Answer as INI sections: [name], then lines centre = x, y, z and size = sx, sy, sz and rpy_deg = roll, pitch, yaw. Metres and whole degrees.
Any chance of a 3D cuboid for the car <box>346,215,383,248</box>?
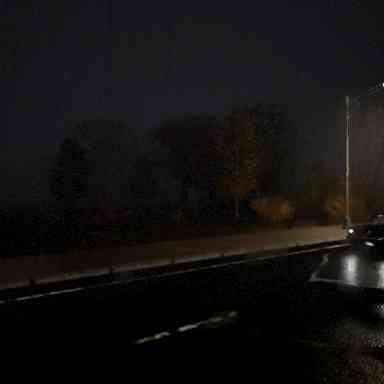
[car]
centre = 8.276, 1.573, 13.354
size = 4.718, 1.301, 1.895
rpy_deg = 0, 0, -34
